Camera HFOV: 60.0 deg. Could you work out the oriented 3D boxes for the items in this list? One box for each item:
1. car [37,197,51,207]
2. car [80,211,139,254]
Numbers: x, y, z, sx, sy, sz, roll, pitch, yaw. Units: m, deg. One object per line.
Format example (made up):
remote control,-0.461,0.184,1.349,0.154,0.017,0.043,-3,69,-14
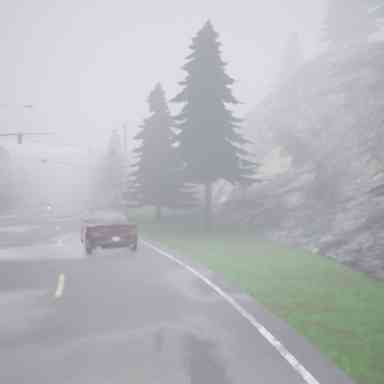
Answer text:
car,-24.958,1.595,56.209,2.097,1.767,4.553,0,0,-22
car,-3.583,1.516,13.983,1.882,1.535,5.008,0,0,-22
